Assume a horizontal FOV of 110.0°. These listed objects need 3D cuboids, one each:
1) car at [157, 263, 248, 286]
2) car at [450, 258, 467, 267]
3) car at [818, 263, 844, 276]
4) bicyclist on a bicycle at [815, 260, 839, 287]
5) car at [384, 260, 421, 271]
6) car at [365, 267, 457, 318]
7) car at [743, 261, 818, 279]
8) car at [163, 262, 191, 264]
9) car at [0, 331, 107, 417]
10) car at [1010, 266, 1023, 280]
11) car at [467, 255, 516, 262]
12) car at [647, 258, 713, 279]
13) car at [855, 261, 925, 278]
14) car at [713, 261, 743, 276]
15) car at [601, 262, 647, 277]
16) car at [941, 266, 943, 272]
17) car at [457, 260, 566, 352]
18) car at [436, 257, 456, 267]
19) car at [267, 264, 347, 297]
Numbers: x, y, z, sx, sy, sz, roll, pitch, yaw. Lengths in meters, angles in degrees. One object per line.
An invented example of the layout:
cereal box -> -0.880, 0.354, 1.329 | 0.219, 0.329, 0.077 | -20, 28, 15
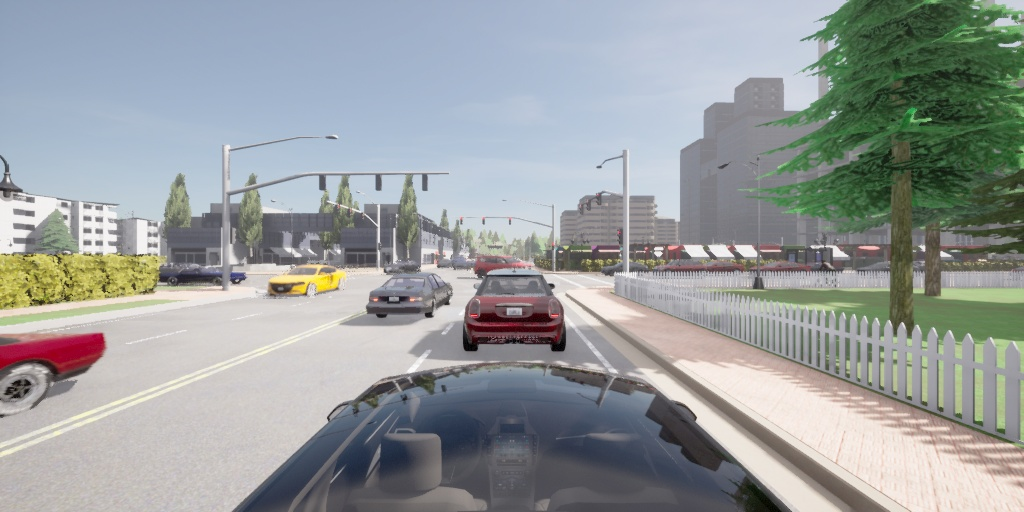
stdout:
car -> -20.886, 1.351, 24.358 | 4.718, 1.301, 1.895 | 0, 0, -1
car -> -7.111, 1.314, 51.118 | 1.994, 1.385, 4.181 | 0, 0, 0
car -> 30.446, 1.351, 36.253 | 4.718, 1.301, 1.895 | 0, 0, -1
bicyclist on a bicycle -> 18.787, 1.052, 21.472 | 0.582, 1.620, 1.656 | 0, 0, -1
car -> -11.839, 1.242, 38.966 | 2.128, 1.511, 4.902 | 0, 0, 19
car -> -3.421, 1.297, 12.947 | 2.033, 1.411, 5.357 | 0, 0, 0
car -> 24.285, 1.228, 32.596 | 5.008, 1.535, 1.882 | 0, 0, -1
car -> -25.396, 1.242, 27.753 | 4.902, 1.511, 2.128 | 0, 0, -2
car -> -7.101, 1.351, 3.176 | 1.895, 1.301, 4.718 | 0, 0, 0
car -> 43.873, 1.314, 29.428 | 4.181, 1.385, 1.994 | 0, 0, -3
car -> -0.751, 0.972, 30.526 | 5.566, 2.045, 2.150 | 0, 1, 35
car -> 15.072, 1.102, 32.364 | 4.553, 1.767, 2.097 | 0, 0, -1
car -> 34.347, 1.255, 32.842 | 4.892, 1.490, 1.837 | 0, 0, -1
car -> 20.548, 1.228, 36.006 | 5.008, 1.535, 1.882 | 0, 0, -1
car -> 11.223, 1.276, 35.750 | 4.674, 1.442, 1.812 | 0, 0, -1
car -> 40.671, 1.242, 36.480 | 4.902, 1.511, 2.128 | 0, 0, -1
car -> 0.062, 1.102, 9.112 | 2.097, 1.767, 4.553 | 0, 0, 0
car -> -10.605, 1.255, 56.419 | 1.837, 1.490, 4.892 | 0, 0, 0
car -> -10.606, 1.227, 18.929 | 1.882, 1.535, 5.008 | 0, 0, 0
